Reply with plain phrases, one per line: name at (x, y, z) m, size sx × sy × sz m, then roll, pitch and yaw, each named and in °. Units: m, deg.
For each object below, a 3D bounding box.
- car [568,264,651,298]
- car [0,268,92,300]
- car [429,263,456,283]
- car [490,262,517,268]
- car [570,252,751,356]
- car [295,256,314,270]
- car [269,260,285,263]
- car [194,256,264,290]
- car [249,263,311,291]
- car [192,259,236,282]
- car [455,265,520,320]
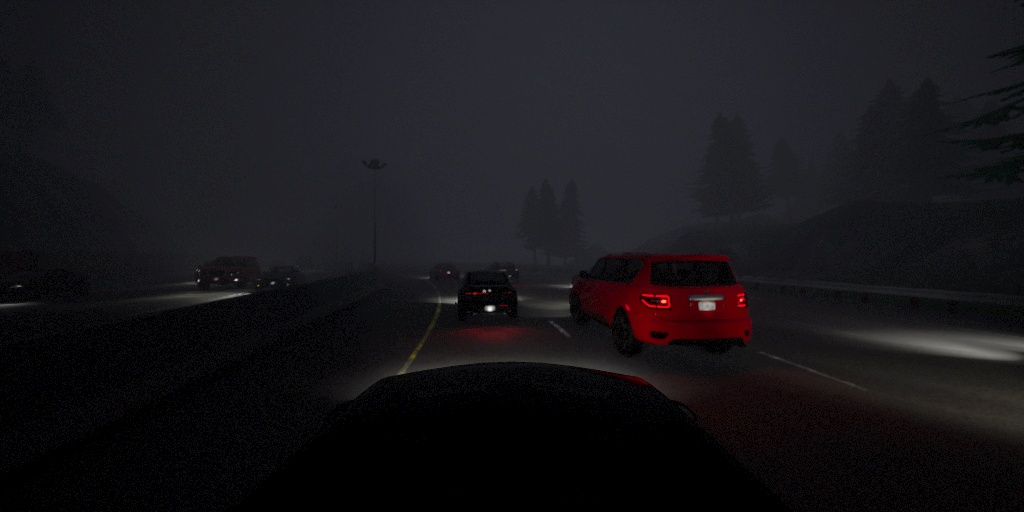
car at (4.953, 1.223, 19.236) m, size 2.033 × 1.411 × 5.357 m, roll 0°, pitch 0°, yaw -13°
car at (-23.814, 1.360, 18.057) m, size 1.812 × 1.442 × 4.674 m, roll 0°, pitch 0°, yaw -18°
car at (-5.678, 1.268, 29.962) m, size 1.994 × 1.385 × 4.181 m, roll 0°, pitch 0°, yaw -21°
car at (-0.879, 1.178, 27.050) m, size 2.128 × 1.511 × 4.902 m, roll 0°, pitch 0°, yaw -18°
car at (3.055, 0.936, 8.746) m, size 2.150 × 2.045 × 5.566 m, roll 0°, pitch 0°, yaw -5°
car at (-30.738, 1.000, 53.193) m, size 2.150 × 2.045 × 5.566 m, roll 0°, pitch 0°, yaw -31°
car at (-35.377, 1.323, 54.084) m, size 1.812 × 1.442 × 4.674 m, roll 0°, pitch 0°, yaw -31°
car at (-18.327, 1.014, 23.595) m, size 2.150 × 2.045 × 5.566 m, roll 0°, pitch 0°, yaw -21°
car at (-14.186, 1.335, 22.197) m, size 1.994 × 1.385 × 4.181 m, roll 0°, pitch 0°, yaw -19°
car at (-25.520, 1.161, 30.905) m, size 2.097 × 1.767 × 4.553 m, roll 0°, pitch 0°, yaw -29°
car at (-0.975, 1.231, 12.565) m, size 1.837 × 1.490 × 4.892 m, roll 0°, pitch 0°, yaw -8°
